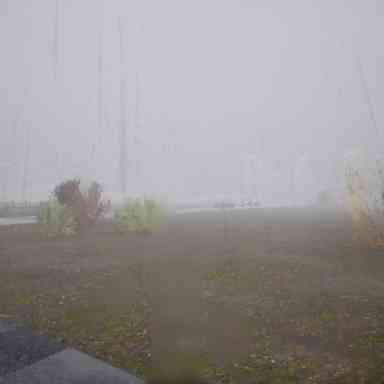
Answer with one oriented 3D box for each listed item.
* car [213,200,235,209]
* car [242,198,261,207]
[{"bbox_3d":[5.327,2.014,54.885,2.128,1.511,4.902,-1,-1,36],"label":"car"},{"bbox_3d":[11.312,1.989,63.304,2.097,1.767,4.553,-1,-1,36],"label":"car"}]
